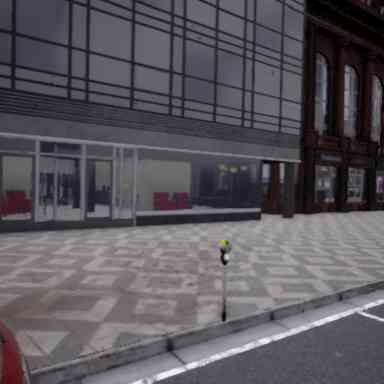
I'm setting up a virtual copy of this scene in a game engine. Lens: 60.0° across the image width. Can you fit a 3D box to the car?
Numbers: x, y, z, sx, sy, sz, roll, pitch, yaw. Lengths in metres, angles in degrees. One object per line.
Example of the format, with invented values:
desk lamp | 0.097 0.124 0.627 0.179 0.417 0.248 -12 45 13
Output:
car | -2.966 1.211 0.604 5.009 1.841 2.192 1 1 -34
